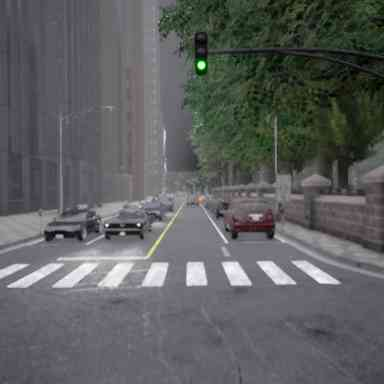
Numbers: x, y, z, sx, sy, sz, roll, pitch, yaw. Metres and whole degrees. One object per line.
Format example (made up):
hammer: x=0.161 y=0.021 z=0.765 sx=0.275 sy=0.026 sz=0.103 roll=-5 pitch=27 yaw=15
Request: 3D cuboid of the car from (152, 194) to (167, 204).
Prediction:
car: x=-5.795 y=1.233 z=60.317 sx=2.192 sy=1.841 sz=5.009 roll=-1 pitch=0 yaw=0

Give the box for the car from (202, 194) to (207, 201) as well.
car: x=2.738 y=1.301 z=43.955 sx=1.967 sy=1.590 sz=4.097 roll=-1 pitch=0 yaw=0

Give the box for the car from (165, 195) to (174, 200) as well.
car: x=-5.802 y=1.433 z=87.602 sx=2.008 sy=1.369 sz=4.403 roll=-1 pitch=0 yaw=0

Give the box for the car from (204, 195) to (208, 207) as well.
car: x=2.741 y=1.421 z=38.499 sx=2.008 sy=1.369 sz=4.403 roll=-1 pitch=0 yaw=0

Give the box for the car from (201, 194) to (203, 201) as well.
car: x=2.736 y=1.291 z=49.412 sx=1.967 sy=1.590 sz=4.097 roll=-1 pitch=0 yaw=0

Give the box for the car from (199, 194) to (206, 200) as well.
car: x=2.722 y=1.322 z=87.778 sx=1.752 sy=1.417 sz=4.829 roll=-1 pitch=0 yaw=0

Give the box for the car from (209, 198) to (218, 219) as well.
car: x=2.745 y=1.455 z=27.586 sx=1.947 sy=1.339 sz=4.313 roll=-1 pitch=0 yaw=0

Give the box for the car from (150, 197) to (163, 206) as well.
car: x=-5.790 y=1.509 z=54.860 sx=1.802 sy=1.307 sz=4.206 roll=-1 pitch=0 yaw=0

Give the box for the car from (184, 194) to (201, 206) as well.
car: x=0.077 y=1.423 z=50.780 sx=2.033 sy=1.411 sz=5.357 roll=-1 pitch=0 yaw=0

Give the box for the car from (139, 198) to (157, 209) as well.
car: x=-5.786 y=1.528 z=43.946 sx=1.802 sy=1.307 sz=4.206 roll=-1 pitch=0 yaw=0

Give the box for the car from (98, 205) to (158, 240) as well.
car: x=-3.113 y=1.567 z=17.109 sx=1.895 sy=1.301 sz=4.718 roll=-1 pitch=0 yaw=0

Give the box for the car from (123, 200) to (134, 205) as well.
car: x=-5.782 y=1.515 z=33.032 sx=2.008 sy=1.369 sz=4.403 roll=-1 pitch=0 yaw=0

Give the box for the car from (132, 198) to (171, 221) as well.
car: x=-3.112 y=1.496 z=26.926 sx=2.033 sy=1.411 sz=5.357 roll=-1 pitch=0 yaw=1

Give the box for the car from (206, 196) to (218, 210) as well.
car: x=2.743 y=1.430 z=33.042 sx=2.008 sy=1.369 sz=4.403 roll=-1 pitch=0 yaw=0

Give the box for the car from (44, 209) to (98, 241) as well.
car: x=-5.776 y=1.560 z=16.661 sx=1.947 sy=1.339 sz=4.313 roll=-1 pitch=0 yaw=0

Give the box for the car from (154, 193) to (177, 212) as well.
car: x=-3.111 y=1.283 z=37.201 sx=2.097 sy=1.767 sz=4.553 roll=-1 pitch=0 yaw=0

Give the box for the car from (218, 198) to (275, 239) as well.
car: x=2.746 y=1.224 z=16.673 sx=2.192 sy=1.841 sz=5.009 roll=-1 pitch=0 yaw=0

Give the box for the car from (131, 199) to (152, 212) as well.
car: x=-5.784 y=1.537 z=38.489 sx=1.802 sy=1.307 sz=4.206 roll=-1 pitch=0 yaw=0

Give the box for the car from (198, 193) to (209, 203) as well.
car: x=2.353 y=1.181 z=67.298 sx=2.097 sy=1.767 sz=4.553 roll=-1 pitch=0 yaw=0

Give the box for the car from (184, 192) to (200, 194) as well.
car: x=0.067 y=1.210 z=61.202 sx=2.097 sy=1.767 sz=4.553 roll=-1 pitch=0 yaw=0

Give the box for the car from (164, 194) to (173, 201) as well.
car: x=-5.802 y=1.329 z=82.145 sx=1.967 sy=1.590 sz=4.097 roll=-1 pitch=0 yaw=0
